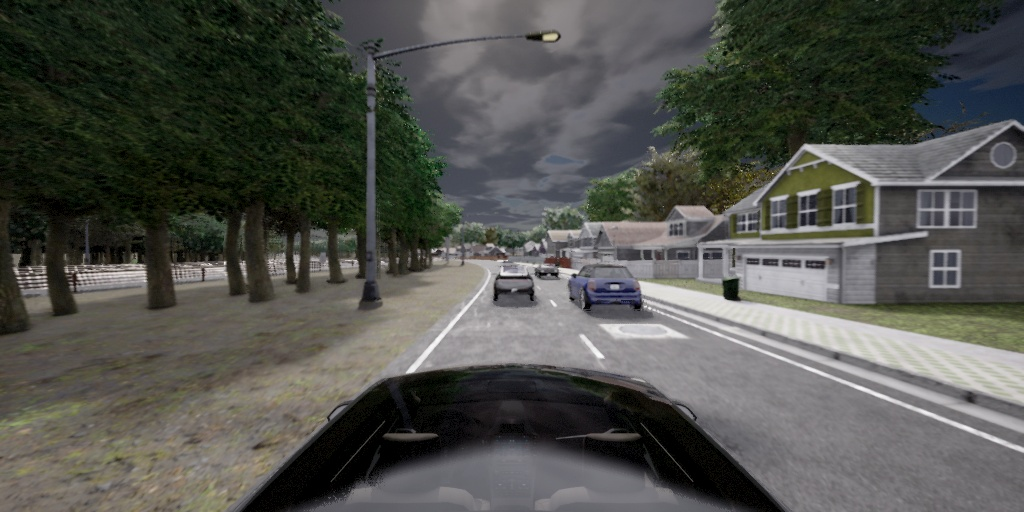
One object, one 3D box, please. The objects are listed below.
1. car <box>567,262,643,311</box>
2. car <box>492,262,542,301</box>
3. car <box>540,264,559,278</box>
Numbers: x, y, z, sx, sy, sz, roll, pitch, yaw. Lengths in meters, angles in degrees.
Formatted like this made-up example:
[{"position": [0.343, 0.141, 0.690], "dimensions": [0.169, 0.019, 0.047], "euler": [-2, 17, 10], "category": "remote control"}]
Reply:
[{"position": [3.589, 1.104, 14.653], "dimensions": [2.097, 1.767, 4.553], "euler": [0, 0, 0], "category": "car"}, {"position": [0.074, 1.248, 17.508], "dimensions": [2.128, 1.511, 4.902], "euler": [0, 0, 0], "category": "car"}, {"position": [3.153, 1.365, 33.738], "dimensions": [1.895, 1.301, 4.718], "euler": [0, 0, -3], "category": "car"}]
